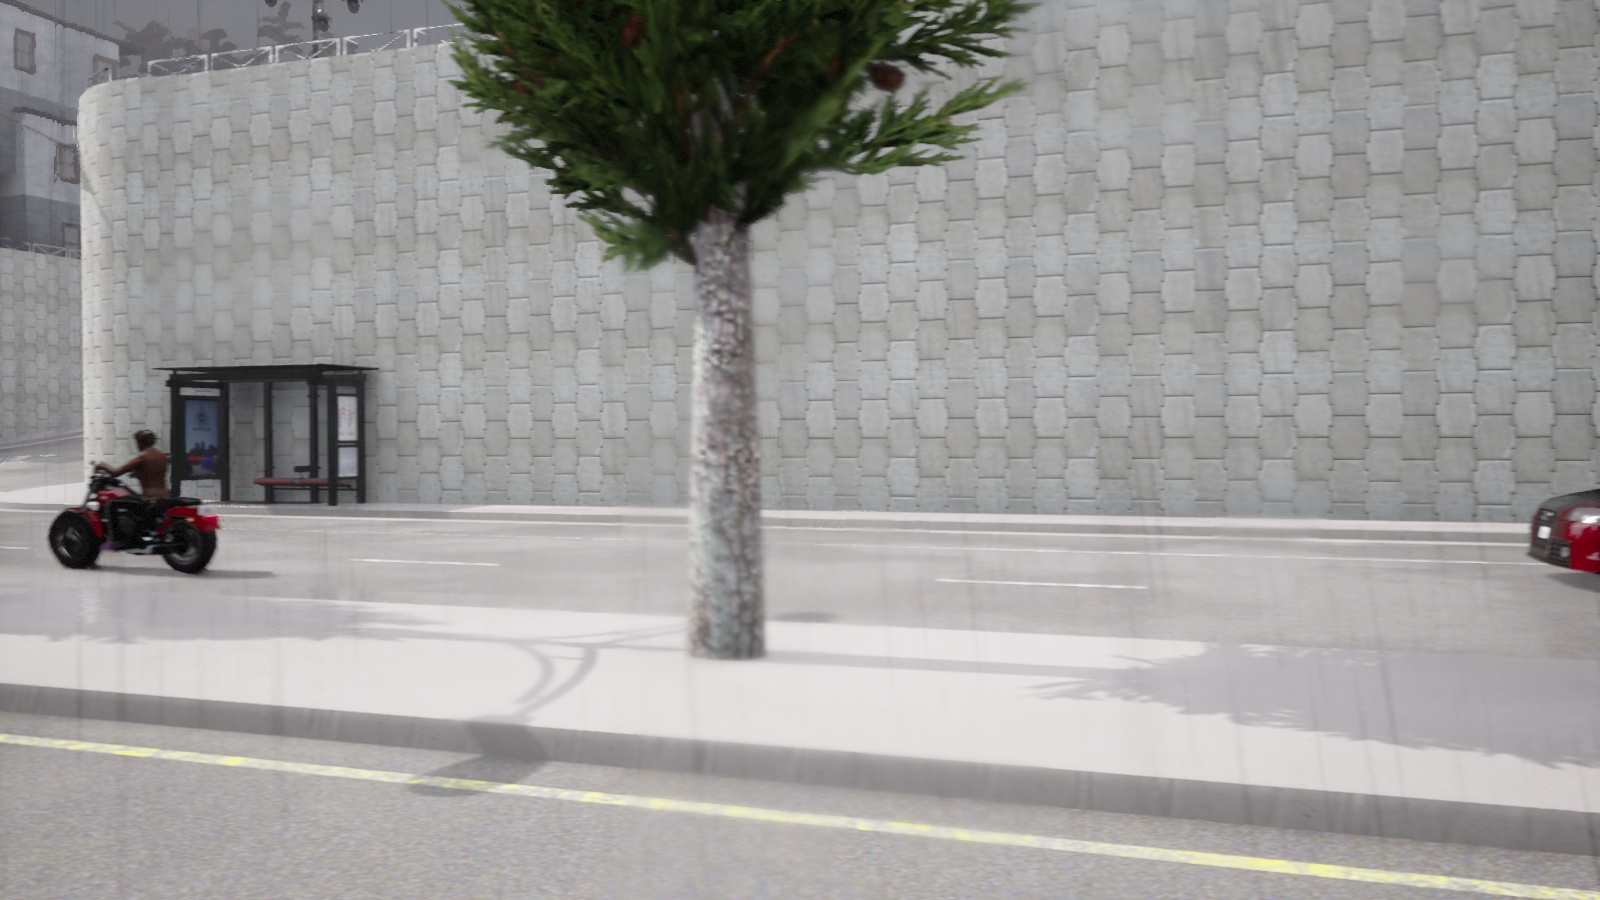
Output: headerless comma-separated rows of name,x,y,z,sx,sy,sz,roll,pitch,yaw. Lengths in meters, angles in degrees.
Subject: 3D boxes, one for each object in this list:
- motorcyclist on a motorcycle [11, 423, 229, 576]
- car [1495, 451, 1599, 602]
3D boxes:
motorcyclist on a motorcycle,-7.701,0.520,14.223,2.350,1.649,0.766,0,1,19
car,9.309,0.730,12.195,4.181,1.385,1.994,1,1,19
